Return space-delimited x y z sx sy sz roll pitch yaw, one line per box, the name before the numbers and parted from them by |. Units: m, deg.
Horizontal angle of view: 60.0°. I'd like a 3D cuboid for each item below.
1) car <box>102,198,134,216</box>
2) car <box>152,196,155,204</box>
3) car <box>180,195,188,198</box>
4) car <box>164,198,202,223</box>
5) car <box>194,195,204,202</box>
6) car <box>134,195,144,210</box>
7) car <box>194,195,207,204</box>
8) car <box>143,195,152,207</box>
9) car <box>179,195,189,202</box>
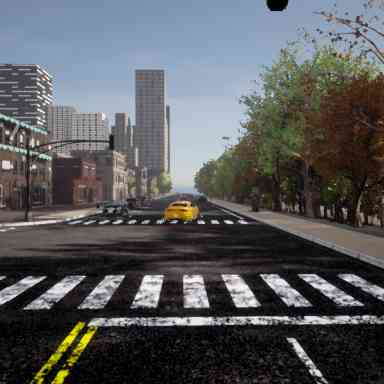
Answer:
car | -7.375 1.481 32.464 2.128 1.511 4.902 0 0 -1
car | -8.041 1.468 61.980 2.128 1.511 4.902 0 0 -1
car | -1.516 1.540 62.749 1.994 1.385 4.181 0 0 -1
car | -0.735 1.470 25.490 1.882 1.535 5.008 1 0 9
car | 1.490 1.471 73.008 1.837 1.490 4.892 0 0 -1
car | -7.600 1.490 42.023 1.837 1.490 4.892 0 0 -1
car | 1.835 1.454 62.902 1.882 1.535 5.008 0 0 -1
car | -7.834 1.333 51.717 2.097 1.767 4.553 0 0 -1
car | -1.758 1.343 72.749 2.033 1.411 5.357 0 0 -1
